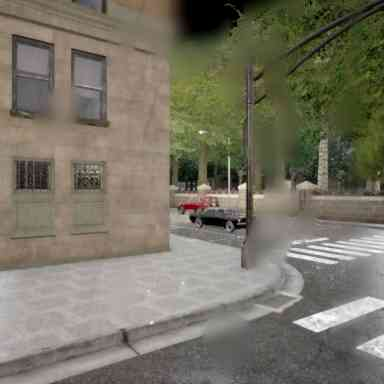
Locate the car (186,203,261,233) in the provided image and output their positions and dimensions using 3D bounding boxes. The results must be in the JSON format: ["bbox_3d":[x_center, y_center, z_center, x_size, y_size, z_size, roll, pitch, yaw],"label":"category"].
[{"bbox_3d":[1.882,1.585,19.901,1.895,1.301,4.718,0,0,-35],"label":"car"}]

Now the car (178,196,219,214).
[{"bbox_3d":[0.639,1.285,31.844,2.192,1.841,5.009,0,0,-35],"label":"car"}]
